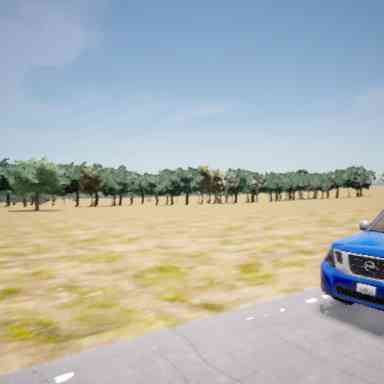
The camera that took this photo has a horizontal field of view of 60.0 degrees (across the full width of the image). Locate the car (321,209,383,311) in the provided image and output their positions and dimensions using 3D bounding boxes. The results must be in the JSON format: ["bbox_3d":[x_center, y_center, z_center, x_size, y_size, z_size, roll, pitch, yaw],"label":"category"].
[{"bbox_3d":[5.052,1.177,6.824,5.566,2.045,2.150,0,0,-34],"label":"car"}]
